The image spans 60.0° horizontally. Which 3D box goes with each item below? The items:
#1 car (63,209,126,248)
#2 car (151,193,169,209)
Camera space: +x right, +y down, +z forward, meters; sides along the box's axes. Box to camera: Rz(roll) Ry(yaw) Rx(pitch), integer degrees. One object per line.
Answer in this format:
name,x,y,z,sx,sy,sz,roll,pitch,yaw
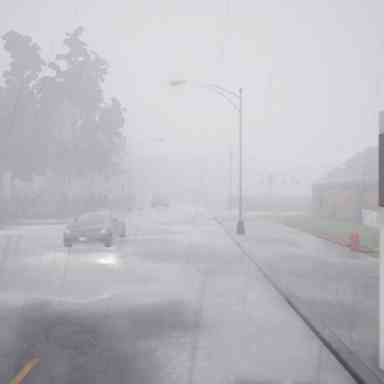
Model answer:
car,-4.153,1.517,14.927,1.812,1.442,4.674,0,0,0
car,-4.248,1.197,45.071,2.150,2.045,5.566,0,0,0
